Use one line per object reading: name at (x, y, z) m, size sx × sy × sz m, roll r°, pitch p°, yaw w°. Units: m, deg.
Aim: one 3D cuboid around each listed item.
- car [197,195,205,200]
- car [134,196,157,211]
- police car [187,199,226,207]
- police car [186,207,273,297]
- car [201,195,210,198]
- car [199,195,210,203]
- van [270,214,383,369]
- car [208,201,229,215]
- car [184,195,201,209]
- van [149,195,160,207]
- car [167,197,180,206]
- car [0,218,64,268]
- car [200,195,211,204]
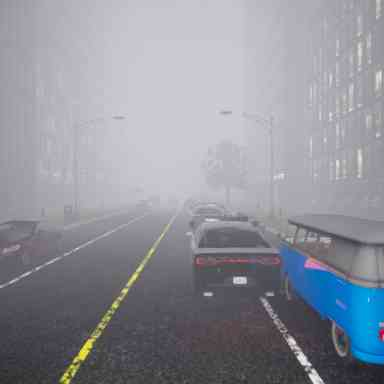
car at (2.472, 1.463, 90.978) m, size 1.887 × 1.381 × 4.507 m, roll 0°, pitch 0°, yaw 0°
car at (-5.786, 1.548, 39.729) m, size 2.008 × 1.369 × 4.403 m, roll 0°, pitch 0°, yaw 0°
police car at (0.855, 1.425, 18.716) m, size 1.930 × 1.638 × 5.238 m, roll 0°, pitch 0°, yaw 0°
police car at (0.879, 1.425, 8.716) m, size 1.930 × 1.638 × 5.238 m, roll 0°, pitch 0°, yaw 0°
car at (2.582, 1.544, 45.439) m, size 2.008 × 1.369 × 4.403 m, roll 0°, pitch 0°, yaw 0°
car at (2.527, 1.401, 68.208) m, size 1.967 × 1.590 × 4.097 m, roll 0°, pitch 0°, yaw 0°
van at (2.677, 1.341, 5.592) m, size 1.690 × 1.788 × 3.998 m, roll 0°, pitch 0°, yaw 0°
car at (2.609, 1.581, 34.054) m, size 1.802 × 1.307 × 4.206 m, roll 0°, pitch 0°, yaw 0°
car at (-0.102, 1.471, 45.189) m, size 1.882 × 1.535 × 5.008 m, roll 0°, pitch 0°, yaw 1°
van at (-5.813, 1.328, 51.115) m, size 1.690 × 1.788 × 3.998 m, roll 0°, pitch 0°, yaw 0°
car at (-3.133, 1.507, 55.278) m, size 1.812 × 1.442 × 4.674 m, roll 0°, pitch 0°, yaw 0°
car at (-5.717, 1.582, 11.266) m, size 1.802 × 1.307 × 4.206 m, roll 0°, pitch 0°, yaw 0°
car at (2.541, 1.410, 62.516) m, size 1.967 × 1.590 × 4.097 m, roll 0°, pitch 0°, yaw 0°
